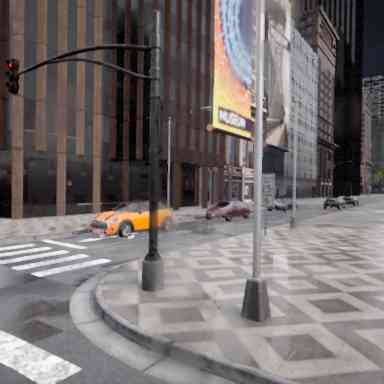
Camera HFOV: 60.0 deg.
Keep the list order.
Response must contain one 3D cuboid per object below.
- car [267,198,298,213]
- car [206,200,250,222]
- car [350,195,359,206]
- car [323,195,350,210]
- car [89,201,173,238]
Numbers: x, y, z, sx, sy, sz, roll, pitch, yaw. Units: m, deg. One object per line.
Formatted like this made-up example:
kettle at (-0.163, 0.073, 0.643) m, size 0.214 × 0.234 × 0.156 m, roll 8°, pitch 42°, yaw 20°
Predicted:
car at (9.643, 1.359, 35.173) m, size 2.033 × 1.411 × 5.357 m, roll 1°, pitch 1°, yaw 35°
car at (2.881, 1.385, 25.630) m, size 1.812 × 1.442 × 4.674 m, roll 1°, pitch 1°, yaw 36°
car at (23.636, 1.291, 49.583) m, size 1.837 × 1.490 × 4.892 m, roll 1°, pitch 1°, yaw 35°
car at (17.653, 1.336, 41.045) m, size 1.837 × 1.490 × 4.892 m, roll 1°, pitch 1°, yaw 36°
car at (-3.061, 1.251, 17.276) m, size 2.097 × 1.767 × 4.553 m, roll 1°, pitch 1°, yaw 36°
